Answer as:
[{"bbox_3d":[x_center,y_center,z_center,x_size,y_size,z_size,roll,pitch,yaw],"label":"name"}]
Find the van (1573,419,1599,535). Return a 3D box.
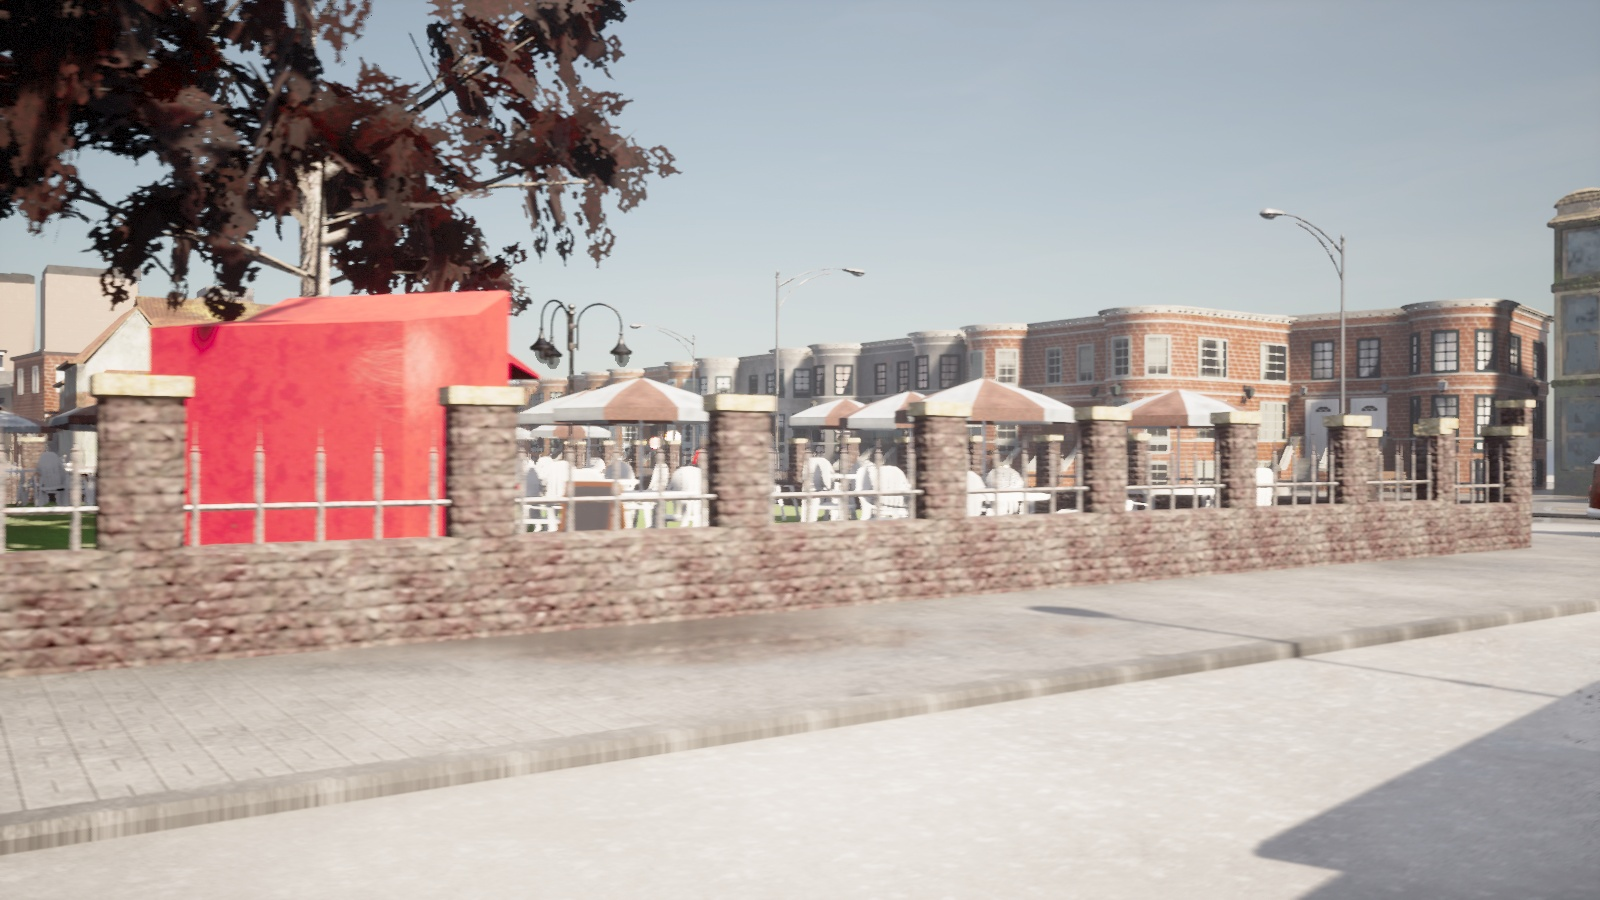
[{"bbox_3d":[15.631,0.487,20.790,2.069,2.038,4.480,1,0,-21],"label":"van"}]
